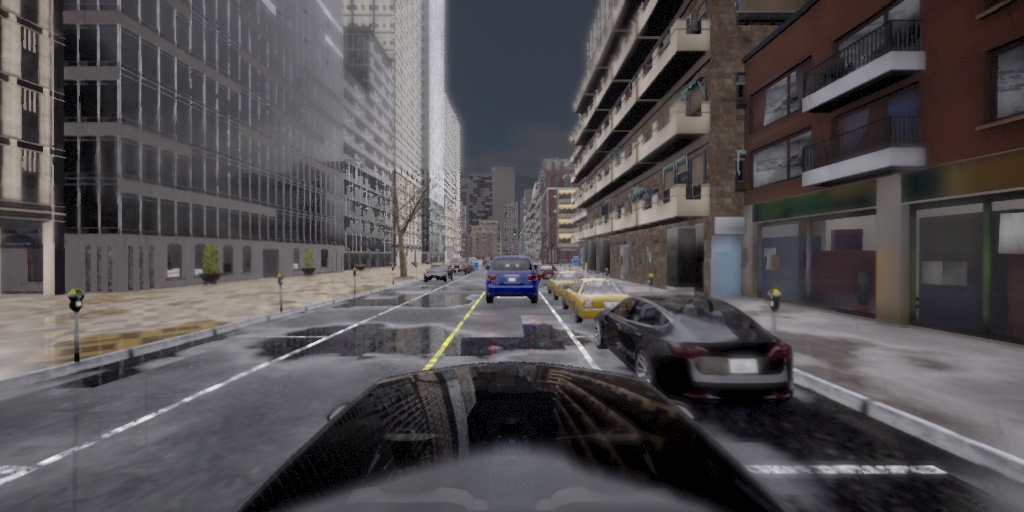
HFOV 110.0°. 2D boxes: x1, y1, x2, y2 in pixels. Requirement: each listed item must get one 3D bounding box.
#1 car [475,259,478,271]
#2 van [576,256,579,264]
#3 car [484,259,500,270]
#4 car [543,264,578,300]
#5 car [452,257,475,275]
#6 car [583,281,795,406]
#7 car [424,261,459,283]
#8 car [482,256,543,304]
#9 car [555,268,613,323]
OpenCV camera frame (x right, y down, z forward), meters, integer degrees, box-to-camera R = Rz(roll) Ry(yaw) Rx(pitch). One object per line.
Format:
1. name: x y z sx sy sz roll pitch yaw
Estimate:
1. car: -5.692 1.336 44.890 1.948 1.339 4.313 0 0 0
2. van: 13.742 0.942 61.994 3.998 1.789 1.690 0 0 0
3. car: -3.000 1.302 54.502 2.128 1.511 4.902 0 0 0
4. car: 2.689 1.277 17.445 1.751 1.417 4.829 0 0 0
5. car: -5.692 1.080 39.366 2.192 1.841 5.009 0 0 0
6. car: 2.689 1.313 6.229 1.948 1.339 4.313 0 0 0
7. car: -5.692 1.323 28.321 1.948 1.339 4.313 0 0 0
8. car: 0.000 1.010 16.530 2.150 2.045 5.566 0 0 0
9. car: 2.690 1.274 11.921 1.751 1.417 4.829 0 0 0
